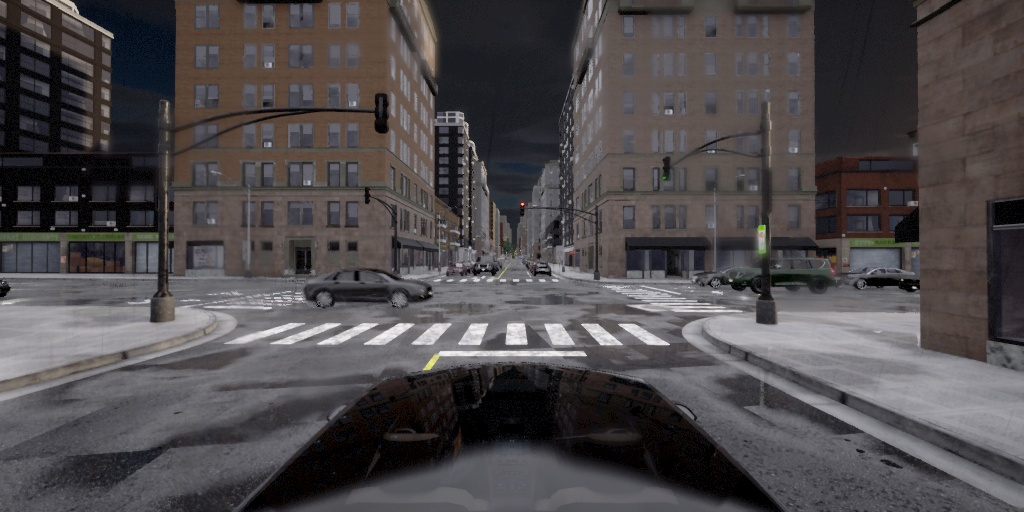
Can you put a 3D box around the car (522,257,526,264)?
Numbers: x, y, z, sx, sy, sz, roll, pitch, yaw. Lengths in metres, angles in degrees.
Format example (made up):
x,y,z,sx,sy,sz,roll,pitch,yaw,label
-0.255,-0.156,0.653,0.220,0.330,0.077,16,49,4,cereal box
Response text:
x,y,z,sx,sy,sz,roll,pitch,yaw,label
3.328,1.315,63.890,1.948,1.339,4.313,0,0,1,car

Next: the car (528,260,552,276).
x,y,z,sx,sy,sz,roll,pitch,yaw,label
2.979,1.318,36.238,1.948,1.339,4.313,0,0,1,car

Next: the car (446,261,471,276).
x,y,z,sx,sy,sz,roll,pitch,yaw,label
-5.547,1.336,36.342,1.802,1.307,4.207,0,0,1,car

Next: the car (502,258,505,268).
x,y,z,sx,sy,sz,roll,pitch,yaw,label
-2.502,1.353,58.192,1.895,1.301,4.718,0,0,1,car

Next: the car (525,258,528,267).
x,y,z,sx,sy,sz,roll,pitch,yaw,label
3.118,1.302,47.299,2.007,1.370,4.403,0,0,1,car

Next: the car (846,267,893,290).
x,y,z,sx,sy,sz,roll,pitch,yaw,label
24.238,1.463,24.200,4.902,1.511,2.128,0,-1,0,car

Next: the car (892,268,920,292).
x,y,z,sx,sy,sz,roll,pitch,yaw,label
25.724,1.550,20.943,4.718,1.301,1.895,0,-1,0,car

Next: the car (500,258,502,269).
x,y,z,sx,sy,sz,roll,pitch,yaw,label
-2.643,1.258,47.936,1.837,1.490,4.892,0,0,1,car

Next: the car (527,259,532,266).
x,y,z,sx,sy,sz,roll,pitch,yaw,label
3.048,1.297,41.769,1.888,1.381,4.507,0,0,1,car

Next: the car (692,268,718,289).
x,y,z,sx,sy,sz,roll,pitch,yaw,label
14.833,1.401,24.260,4.902,1.511,2.128,0,-1,2,car

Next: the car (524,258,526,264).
x,y,z,sx,sy,sz,roll,pitch,yaw,label
3.188,1.296,52.829,1.888,1.381,4.507,0,0,1,car

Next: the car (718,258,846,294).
x,y,z,sx,sy,sz,roll,pitch,yaw,label
15.622,1.105,21.013,5.566,2.045,2.150,0,-1,0,car

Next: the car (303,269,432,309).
x,y,z,sx,sy,sz,roll,pitch,yaw,label
-5.718,1.255,14.447,4.892,1.490,1.837,0,0,0,car

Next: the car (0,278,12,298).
x,y,z,sx,sy,sz,roll,pitch,yaw,label
-23.570,1.064,14.574,4.674,1.442,1.812,0,-1,0,car

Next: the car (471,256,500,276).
x,y,z,sx,sy,sz,roll,pitch,yaw,label
-2.770,0.976,37.848,2.150,2.045,5.566,0,0,1,car
